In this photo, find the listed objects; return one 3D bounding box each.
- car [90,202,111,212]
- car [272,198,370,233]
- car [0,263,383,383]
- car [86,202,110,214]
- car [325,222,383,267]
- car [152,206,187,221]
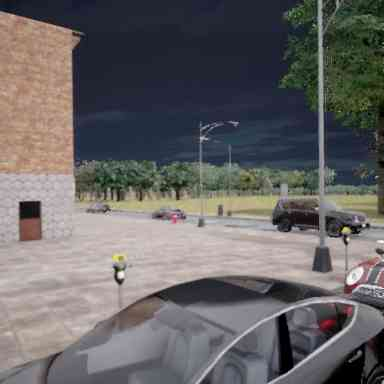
[{"bbox_3d":[-15.450,2.505,56.176,1.837,1.490,4.892,-1,-1,-35],"label":"car"},{"bbox_3d":[7.192,1.407,19.279,2.150,2.045,5.566,-1,0,-35],"label":"car"},{"bbox_3d":[0.127,1.563,2.912,4.313,1.339,1.947,0,-1,-35],"label":"car"},{"bbox_3d":[-14.283,2.497,49.624,1.994,1.385,4.181,-1,-1,-35],"label":"car"},{"bbox_3d":[4.551,1.426,6.068,4.097,1.590,1.967,0,-1,-35],"label":"car"},{"bbox_3d":[-2.282,2.070,32.601,1.994,1.385,4.181,-1,-1,-35],"label":"car"}]
